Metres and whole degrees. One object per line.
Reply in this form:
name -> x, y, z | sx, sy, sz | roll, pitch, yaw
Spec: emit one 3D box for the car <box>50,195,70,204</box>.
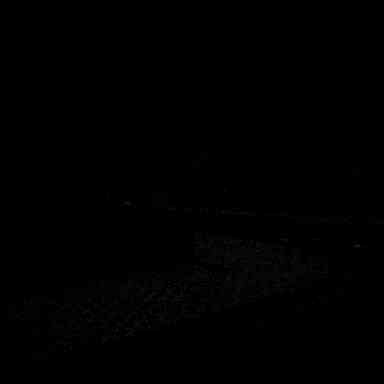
car -> -18.650, 1.173, 46.890 | 1.837, 1.490, 4.892 | -3, 2, -36
